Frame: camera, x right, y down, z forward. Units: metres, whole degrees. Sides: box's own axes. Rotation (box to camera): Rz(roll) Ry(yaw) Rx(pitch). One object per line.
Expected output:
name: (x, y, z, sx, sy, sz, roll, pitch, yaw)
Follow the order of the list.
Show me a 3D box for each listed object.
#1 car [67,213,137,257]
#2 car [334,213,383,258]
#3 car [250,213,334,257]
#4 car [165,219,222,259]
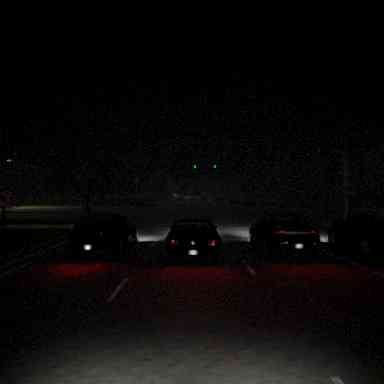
car: (-3.439, 1.597, 13.437, 1.837, 1.490, 4.892, 0, 0, 0)
car: (7.059, 1.596, 13.101, 1.837, 1.490, 4.892, 0, 0, 1)
car: (3.560, 1.585, 13.417, 2.128, 1.511, 4.902, 0, 0, 0)
car: (0.059, 1.691, 13.033, 1.895, 1.301, 4.718, 0, 0, 0)
